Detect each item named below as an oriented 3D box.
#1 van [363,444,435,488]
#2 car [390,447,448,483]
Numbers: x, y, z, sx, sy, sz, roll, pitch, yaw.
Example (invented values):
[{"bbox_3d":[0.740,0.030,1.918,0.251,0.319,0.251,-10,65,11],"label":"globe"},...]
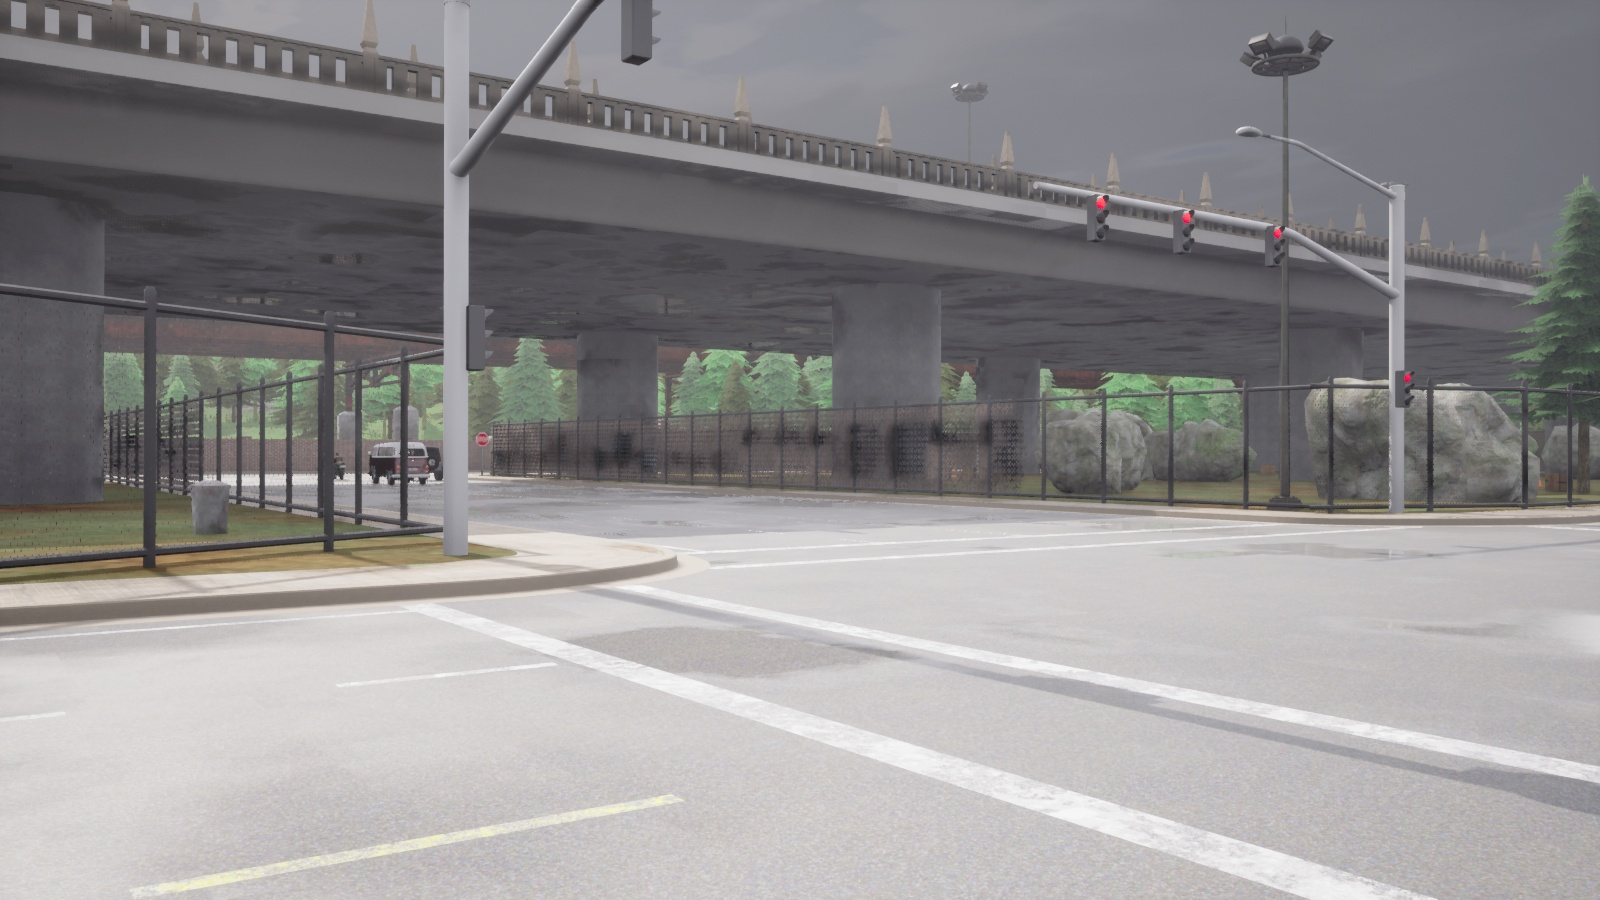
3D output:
[{"bbox_3d":[-19.305,0.715,60.376,2.069,2.038,4.480,0,0,-35],"label":"van"},{"bbox_3d":[-20.874,0.809,68.727,1.905,1.878,3.866,0,0,-35],"label":"car"}]
